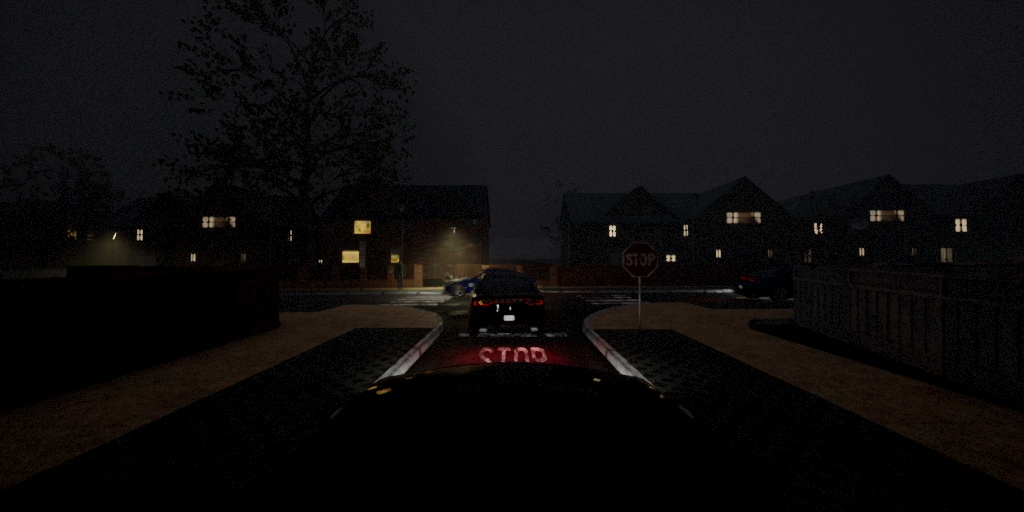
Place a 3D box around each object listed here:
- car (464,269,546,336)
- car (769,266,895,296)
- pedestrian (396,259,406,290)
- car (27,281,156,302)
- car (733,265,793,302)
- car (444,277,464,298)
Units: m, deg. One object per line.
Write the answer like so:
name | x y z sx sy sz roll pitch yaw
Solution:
car | -0.247 1.226 10.477 1.882 1.535 5.008 0 0 -4
car | 15.998 1.219 18.119 4.674 1.442 1.812 0 -1 1
pedestrian | -6.680 1.111 21.373 0.375 1.860 0.375 0 -1 1
car | -17.809 1.487 15.666 5.357 1.411 2.033 -1 -1 1
car | 12.192 1.128 15.228 5.008 1.535 1.882 0 -1 1
car | -1.106 1.372 18.369 4.674 1.442 1.812 0 -1 1
